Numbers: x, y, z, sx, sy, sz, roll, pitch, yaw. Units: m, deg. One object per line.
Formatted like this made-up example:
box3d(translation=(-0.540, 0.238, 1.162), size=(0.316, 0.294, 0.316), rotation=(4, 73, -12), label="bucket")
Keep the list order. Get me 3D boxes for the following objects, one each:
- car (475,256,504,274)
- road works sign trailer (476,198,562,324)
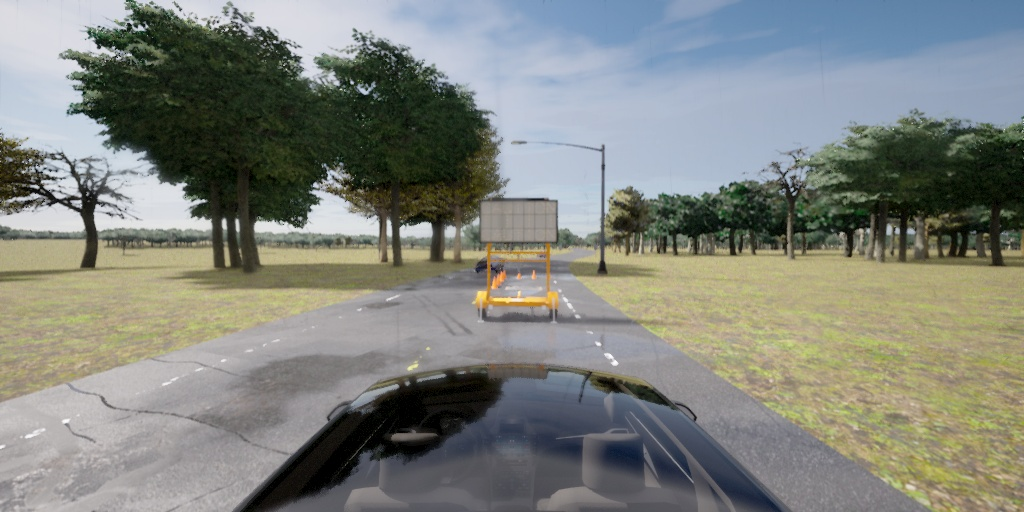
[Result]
box3d(translation=(-1.806, 0.687, 30.759), size=(2.033, 1.411, 5.357), rotation=(0, 1, 7), label="car")
box3d(translation=(0.205, 0.010, 11.165), size=(2.380, 3.560, 2.880), rotation=(0, 0, 3), label="road works sign trailer")
